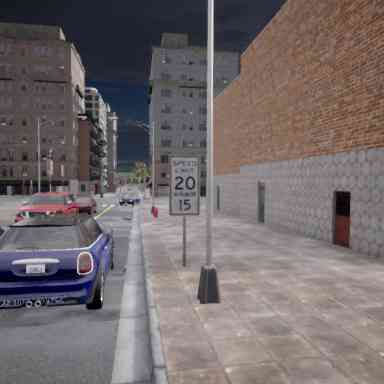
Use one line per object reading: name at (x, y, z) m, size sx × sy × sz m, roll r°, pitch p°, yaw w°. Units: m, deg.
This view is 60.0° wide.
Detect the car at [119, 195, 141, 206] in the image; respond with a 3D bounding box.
car at (-7.933, 1.086, 42.855) m, size 1.895 × 1.301 × 4.718 m, roll 1°, pitch 0°, yaw 3°

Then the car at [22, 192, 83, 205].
car at (-7.555, 1.017, 17.899) m, size 2.150 × 2.045 × 5.566 m, roll 0°, pitch 1°, yaw -10°

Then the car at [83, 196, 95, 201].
car at (-9.231, 1.141, 28.143) m, size 1.882 × 1.535 × 5.008 m, roll 0°, pitch 1°, yaw -9°

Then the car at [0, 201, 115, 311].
car at (-2.966, 1.278, 7.665) m, size 2.097 × 1.767 × 4.553 m, roll 0°, pitch 1°, yaw -9°
